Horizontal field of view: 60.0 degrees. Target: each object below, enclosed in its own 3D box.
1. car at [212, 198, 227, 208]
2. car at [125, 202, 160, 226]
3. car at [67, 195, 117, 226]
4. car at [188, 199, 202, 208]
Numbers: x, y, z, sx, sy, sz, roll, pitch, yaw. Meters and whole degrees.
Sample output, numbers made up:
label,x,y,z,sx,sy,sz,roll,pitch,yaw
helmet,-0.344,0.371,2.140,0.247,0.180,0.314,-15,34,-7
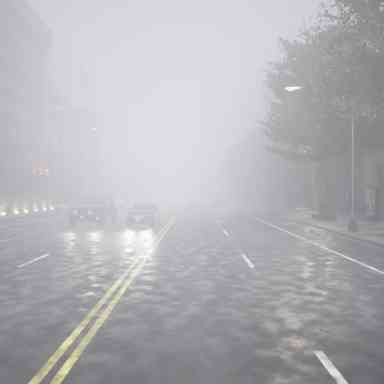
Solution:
label,x,y,z,sx,sy,sz,roll,pitch,yaw
car,3.901,1.564,47.297,1.994,1.385,4.181,0,0,0
car,-3.358,1.494,23.229,2.128,1.511,4.902,0,0,0
car,-6.853,1.218,23.512,2.150,2.045,5.566,0,0,0
car,0.409,1.601,48.229,1.895,1.301,4.718,0,0,0
